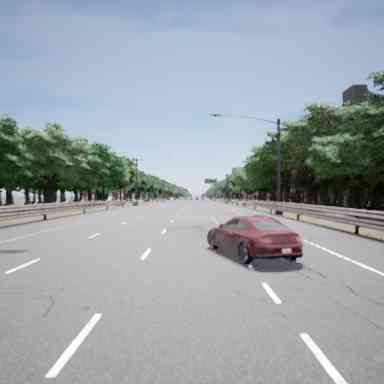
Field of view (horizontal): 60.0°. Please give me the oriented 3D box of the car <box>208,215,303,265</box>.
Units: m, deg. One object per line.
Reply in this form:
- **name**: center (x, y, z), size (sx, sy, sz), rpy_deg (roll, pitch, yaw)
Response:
- **car**: center (2.083, 1.561, 11.928), size (1.812, 1.442, 4.674), rpy_deg (0, 0, -17)
